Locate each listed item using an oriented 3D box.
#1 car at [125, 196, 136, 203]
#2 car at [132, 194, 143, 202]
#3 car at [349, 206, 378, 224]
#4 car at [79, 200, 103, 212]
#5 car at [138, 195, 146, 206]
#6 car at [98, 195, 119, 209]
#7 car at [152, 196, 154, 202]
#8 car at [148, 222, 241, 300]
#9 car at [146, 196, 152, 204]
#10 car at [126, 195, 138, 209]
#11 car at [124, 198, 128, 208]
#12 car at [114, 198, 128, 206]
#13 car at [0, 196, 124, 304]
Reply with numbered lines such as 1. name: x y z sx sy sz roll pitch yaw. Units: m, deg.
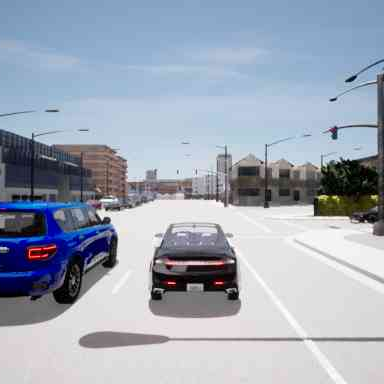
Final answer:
1. car: -14.090 1.726 76.419 1.837 1.490 4.892 0 1 0
2. car: -14.102 1.538 86.623 2.097 1.767 4.553 0 0 0
3. car: 15.071 1.686 25.515 5.357 1.411 2.033 0 -1 0
4. car: -14.155 1.861 46.869 1.882 1.535 5.008 0 -1 0
5. car: -10.621 1.899 63.584 1.837 1.490 4.892 0 1 1
6. car: -14.149 1.651 56.573 2.150 2.045 5.566 0 0 0
7. car: -10.599 1.715 84.064 2.033 1.411 5.357 0 0 0
8. car: 0.059 1.506 8.387 2.128 1.511 4.902 0 0 0
9. car: -10.587 1.759 73.756 1.837 1.490 4.892 0 1 0
10. car: -10.648 1.785 54.677 2.097 1.767 4.553 0 0 0
11. car: -10.651 1.937 46.071 1.994 1.385 4.181 0 -1 0
12. car: -14.090 1.966 66.324 1.895 1.301 4.718 0 1 0
13. car: -3.442 1.239 8.343 2.150 2.045 5.566 0 0 0
